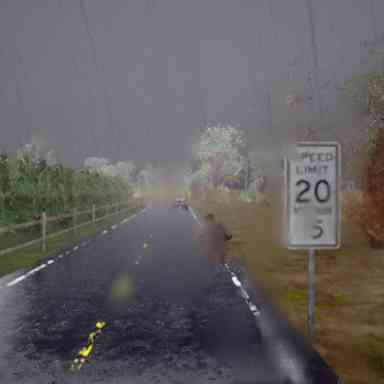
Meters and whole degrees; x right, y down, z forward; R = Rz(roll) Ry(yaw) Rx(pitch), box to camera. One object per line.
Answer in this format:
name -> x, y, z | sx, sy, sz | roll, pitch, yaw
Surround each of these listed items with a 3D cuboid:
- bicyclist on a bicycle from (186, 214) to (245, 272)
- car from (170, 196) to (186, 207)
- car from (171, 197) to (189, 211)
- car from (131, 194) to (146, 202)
bicyclist on a bicycle -> 0.662, 1.432, 9.300 | 1.656, 1.620, 0.582 | 0, 0, -2
car -> -2.141, 1.410, 49.006 | 2.033, 1.411, 5.357 | 0, 0, -7
car -> -1.404, 1.406, 38.925 | 1.837, 1.490, 4.892 | 0, 0, -3
car -> -10.936, 1.222, 67.906 | 1.882, 1.535, 5.008 | 0, 0, -29
